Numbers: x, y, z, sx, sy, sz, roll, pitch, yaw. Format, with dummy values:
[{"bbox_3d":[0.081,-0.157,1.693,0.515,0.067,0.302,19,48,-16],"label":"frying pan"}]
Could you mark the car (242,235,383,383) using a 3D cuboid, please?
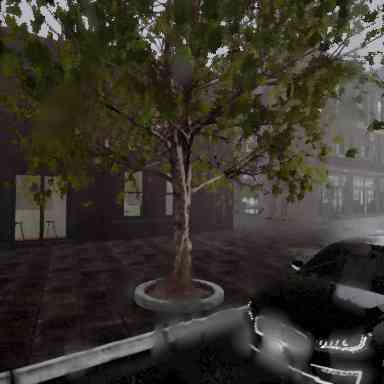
[{"bbox_3d":[2.921,1.506,5.208,4.892,1.490,1.837,0,0,-36],"label":"car"}]
